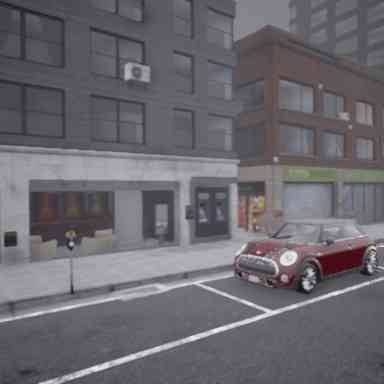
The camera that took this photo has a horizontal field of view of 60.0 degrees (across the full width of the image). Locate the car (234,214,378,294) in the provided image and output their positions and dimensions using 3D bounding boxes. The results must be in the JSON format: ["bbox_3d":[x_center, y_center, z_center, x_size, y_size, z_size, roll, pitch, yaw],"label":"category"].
[{"bbox_3d":[3.019,1.439,8.697,4.097,1.590,1.967,0,-1,-36],"label":"car"}]
